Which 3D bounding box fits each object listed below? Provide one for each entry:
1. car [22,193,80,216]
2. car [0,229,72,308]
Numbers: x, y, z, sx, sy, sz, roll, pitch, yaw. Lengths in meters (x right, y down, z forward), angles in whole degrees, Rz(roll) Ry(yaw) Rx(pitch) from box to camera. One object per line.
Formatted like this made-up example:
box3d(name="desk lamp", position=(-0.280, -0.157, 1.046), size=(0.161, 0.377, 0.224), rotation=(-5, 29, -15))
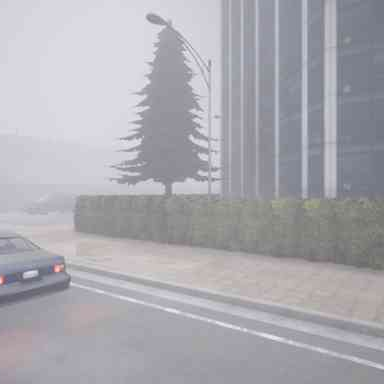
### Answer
box3d(name="car", position=(-13.103, 1.163, 31.713), size=(2.150, 2.045, 5.566), rotation=(0, 0, 35))
box3d(name="car", position=(-4.979, 1.547, 7.528), size=(5.357, 1.411, 2.033), rotation=(0, 0, 36))
